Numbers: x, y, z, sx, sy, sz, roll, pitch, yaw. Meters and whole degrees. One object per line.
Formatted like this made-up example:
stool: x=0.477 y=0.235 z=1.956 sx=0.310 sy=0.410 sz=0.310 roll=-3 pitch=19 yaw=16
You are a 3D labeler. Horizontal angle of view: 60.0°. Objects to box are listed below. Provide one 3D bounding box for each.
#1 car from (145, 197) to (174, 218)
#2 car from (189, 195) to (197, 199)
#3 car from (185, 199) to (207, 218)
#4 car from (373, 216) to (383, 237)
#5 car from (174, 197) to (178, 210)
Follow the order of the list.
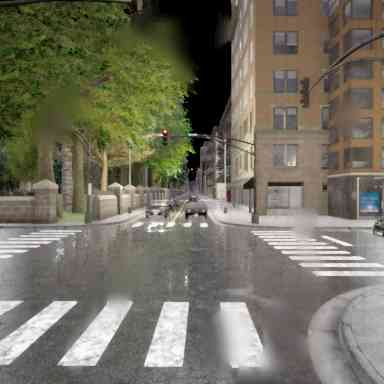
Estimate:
car: x=-3.007 y=1.472 z=29.740 sx=2.128 sy=1.511 sz=4.902 roll=0 pitch=0 yaw=0
car: x=0.227 y=1.424 z=70.695 sx=1.812 sy=1.442 sz=4.674 roll=0 pitch=0 yaw=0
car: x=0.299 y=1.581 z=29.762 sx=1.895 sy=1.301 sz=4.718 roll=0 pitch=0 yaw=-1
car: x=11.009 y=1.366 z=15.502 sx=4.553 sy=1.767 sz=2.097 roll=0 pitch=0 yaw=1
car: x=-2.994 y=1.562 z=39.823 sx=1.895 sy=1.301 sz=4.718 roll=0 pitch=0 yaw=0
